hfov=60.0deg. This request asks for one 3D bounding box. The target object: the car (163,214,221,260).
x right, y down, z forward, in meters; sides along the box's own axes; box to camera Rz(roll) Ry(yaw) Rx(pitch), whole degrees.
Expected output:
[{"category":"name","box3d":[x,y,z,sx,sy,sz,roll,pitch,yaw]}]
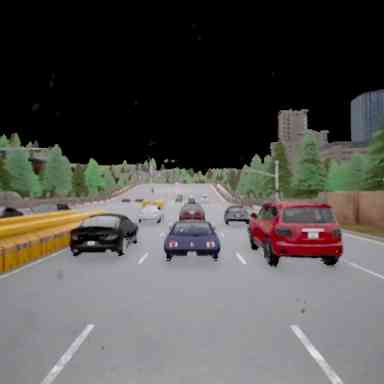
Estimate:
[{"category":"car","box3d":[0.020,1.748,12.973,1.895,1.301,4.718,0,-1,0]}]

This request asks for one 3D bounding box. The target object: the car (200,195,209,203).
[{"category":"car","box3d":[3.418,1.803,89.735,2.150,2.045,5.566,0,3,0]}]

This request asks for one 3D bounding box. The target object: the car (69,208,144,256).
[{"category":"car","box3d":[-3.470,1.635,13.972,1.882,1.535,5.008,0,0,0]}]

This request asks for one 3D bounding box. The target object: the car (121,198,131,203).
[{"category":"car","box3d":[-17.576,2.251,88.506,1.895,1.301,4.718,0,2,0]}]

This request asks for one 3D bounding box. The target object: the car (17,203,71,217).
[{"category":"car","box3d":[-10.512,1.628,24.605,2.097,1.767,4.553,0,-1,0]}]

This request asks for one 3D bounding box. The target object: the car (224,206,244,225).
[{"category":"car","box3d":[3.632,1.853,27.222,2.033,1.411,5.357,0,-1,4]}]

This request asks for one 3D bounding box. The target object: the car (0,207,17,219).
[{"category":"car","box3d":[-14.015,1.797,24.133,1.812,1.442,4.674,0,-1,0]}]

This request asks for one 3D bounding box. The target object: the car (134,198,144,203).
[{"category":"car","box3d":[-14.076,2.251,88.524,1.895,1.301,4.718,0,2,0]}]

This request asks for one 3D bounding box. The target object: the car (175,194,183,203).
[{"category":"car","box3d":[-3.582,2.104,89.681,2.128,1.511,4.902,0,3,0]}]

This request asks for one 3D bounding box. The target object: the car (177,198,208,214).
[{"category":"car","box3d":[0.028,1.667,28.153,2.097,1.767,4.553,0,-1,0]}]

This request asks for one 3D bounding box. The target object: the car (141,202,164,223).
[{"category":"car","box3d":[-3.468,1.847,28.627,1.812,1.442,4.674,0,0,1]}]

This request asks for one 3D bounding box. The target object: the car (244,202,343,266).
[{"category":"car","box3d":[3.514,1.364,12.290,2.150,2.045,5.566,0,0,0]}]

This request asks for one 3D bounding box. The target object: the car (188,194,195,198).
[{"category":"car","box3d":[-0.082,2.104,89.700,2.128,1.511,4.902,0,3,0]}]
